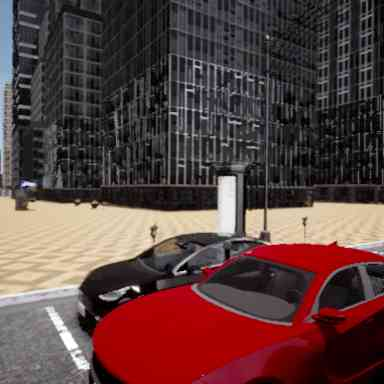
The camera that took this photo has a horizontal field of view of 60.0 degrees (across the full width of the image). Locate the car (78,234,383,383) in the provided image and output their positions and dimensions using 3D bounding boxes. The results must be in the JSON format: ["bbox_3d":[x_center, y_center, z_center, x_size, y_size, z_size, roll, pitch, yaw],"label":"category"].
[{"bbox_3d":[1.296,1.446,4.172,5.008,1.535,1.882,0,1,-34],"label":"car"}]

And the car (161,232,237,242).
[{"bbox_3d":[0.084,1.503,6.476,4.313,1.339,1.947,0,1,-32],"label":"car"}]
